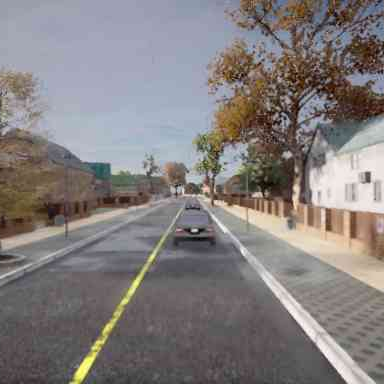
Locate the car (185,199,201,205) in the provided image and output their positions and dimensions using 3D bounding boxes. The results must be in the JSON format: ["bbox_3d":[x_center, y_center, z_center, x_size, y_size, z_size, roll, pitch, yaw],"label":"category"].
[{"bbox_3d":[0.094,1.588,39.501,2.033,1.411,5.357,0,0,0],"label":"car"}]

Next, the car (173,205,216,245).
[{"bbox_3d":[0.098,1.563,15.587,2.033,1.411,5.357,0,0,0],"label":"car"}]
